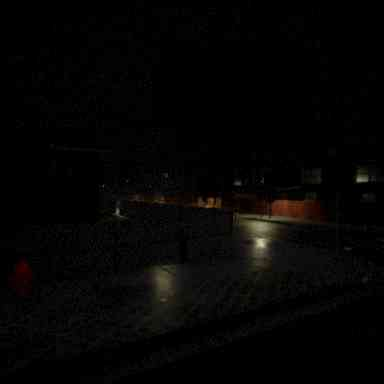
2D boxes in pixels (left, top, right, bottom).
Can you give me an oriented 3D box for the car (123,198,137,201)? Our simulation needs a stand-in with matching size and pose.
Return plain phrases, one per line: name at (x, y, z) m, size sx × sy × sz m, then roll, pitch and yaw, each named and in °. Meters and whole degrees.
car at (-10.156, 1.671, 53.839) m, size 2.128 × 1.511 × 4.902 m, roll 1°, pitch 0°, yaw -23°
